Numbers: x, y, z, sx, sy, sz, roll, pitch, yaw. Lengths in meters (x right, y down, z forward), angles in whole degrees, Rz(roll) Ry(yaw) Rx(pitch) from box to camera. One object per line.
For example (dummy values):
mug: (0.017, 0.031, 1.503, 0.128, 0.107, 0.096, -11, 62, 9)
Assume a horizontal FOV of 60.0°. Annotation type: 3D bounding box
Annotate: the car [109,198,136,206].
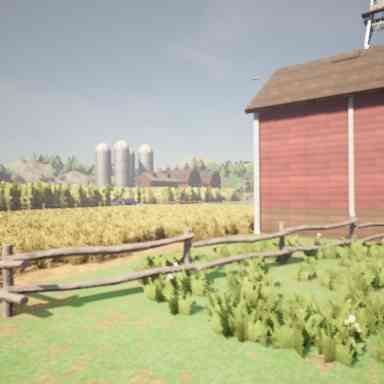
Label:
car: (-11.019, 1.721, 52.952, 2.097, 1.767, 4.553, -1, 0, 35)
